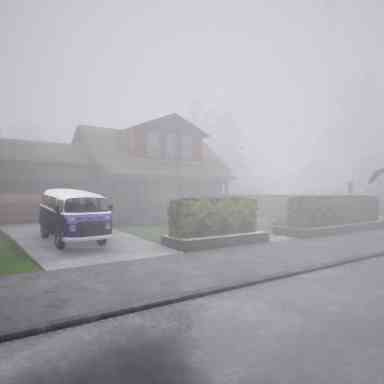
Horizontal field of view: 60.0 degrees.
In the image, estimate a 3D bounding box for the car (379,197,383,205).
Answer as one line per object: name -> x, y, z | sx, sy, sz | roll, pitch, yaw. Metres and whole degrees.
car -> 24.700, 0.985, 41.441 | 3.866, 1.878, 1.905 | 0, 0, 0
